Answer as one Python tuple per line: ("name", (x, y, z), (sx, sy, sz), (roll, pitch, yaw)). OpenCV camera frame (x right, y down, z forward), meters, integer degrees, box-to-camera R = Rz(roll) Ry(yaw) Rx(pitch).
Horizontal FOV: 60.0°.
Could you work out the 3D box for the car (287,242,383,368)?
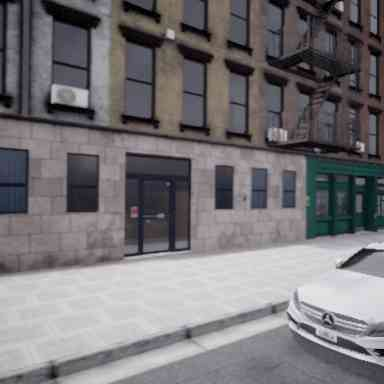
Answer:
("car", (3.640, 1.613, 5.666), (4.674, 1.442, 1.812), (1, -1, -35))
